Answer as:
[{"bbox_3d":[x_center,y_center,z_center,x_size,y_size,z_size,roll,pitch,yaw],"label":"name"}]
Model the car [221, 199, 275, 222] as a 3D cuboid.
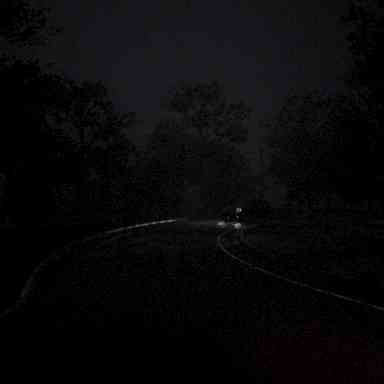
[{"bbox_3d":[4.471,1.346,26.407,4.553,1.767,2.097,0,0,-37],"label":"car"}]
